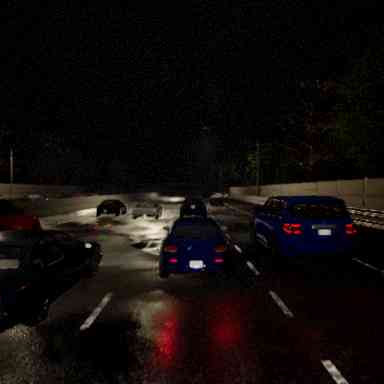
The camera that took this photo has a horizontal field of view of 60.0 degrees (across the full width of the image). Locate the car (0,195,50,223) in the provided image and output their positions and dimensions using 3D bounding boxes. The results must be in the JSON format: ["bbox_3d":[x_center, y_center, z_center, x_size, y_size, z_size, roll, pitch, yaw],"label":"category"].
[{"bbox_3d":[-6.905,1.149,10.598,2.150,2.045,5.566,0,0,0],"label":"car"}]

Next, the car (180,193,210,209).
[{"bbox_3d":[0.086,1.170,27.399,2.097,1.767,4.553,0,0,0],"label":"car"}]

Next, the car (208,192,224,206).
[{"bbox_3d":[3.475,1.178,48.055,2.128,1.511,4.902,0,0,0],"label":"car"}]

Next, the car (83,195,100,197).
[{"bbox_3d":[-17.559,1.174,60.287,1.994,1.385,4.181,0,0,1],"label":"car"}]

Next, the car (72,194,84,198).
[{"bbox_3d":[-21.042,1.122,62.196,1.812,1.442,4.674,0,0,0],"label":"car"}]

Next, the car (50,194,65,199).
[{"bbox_3d":[-24.547,1.114,60.068,1.837,1.490,4.892,0,1,0],"label":"car"}]

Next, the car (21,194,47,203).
[{"bbox_3d":[-28.039,1.165,59.267,2.033,1.411,5.357,0,0,0],"label":"car"}]

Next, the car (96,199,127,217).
[{"bbox_3d":[-6.916,1.334,28.770,1.812,1.442,4.674,0,0,0],"label":"car"}]

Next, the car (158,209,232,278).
[{"bbox_3d":[0.096,1.459,9.835,1.812,1.442,4.674,0,0,0],"label":"car"}]

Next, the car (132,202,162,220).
[{"bbox_3d":[-3.412,1.425,26.269,1.895,1.301,4.718,0,0,0],"label":"car"}]

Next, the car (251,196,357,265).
[{"bbox_3d":[3.497,1.137,11.446,2.150,2.045,5.566,0,0,0],"label":"car"}]

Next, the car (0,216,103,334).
[{"bbox_3d":[-3.404,1.500,6.897,2.033,1.411,5.357,0,0,0],"label":"car"}]

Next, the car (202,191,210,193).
[{"bbox_3d":[3.456,0.732,82.111,2.150,2.045,5.566,0,0,0],"label":"car"}]
